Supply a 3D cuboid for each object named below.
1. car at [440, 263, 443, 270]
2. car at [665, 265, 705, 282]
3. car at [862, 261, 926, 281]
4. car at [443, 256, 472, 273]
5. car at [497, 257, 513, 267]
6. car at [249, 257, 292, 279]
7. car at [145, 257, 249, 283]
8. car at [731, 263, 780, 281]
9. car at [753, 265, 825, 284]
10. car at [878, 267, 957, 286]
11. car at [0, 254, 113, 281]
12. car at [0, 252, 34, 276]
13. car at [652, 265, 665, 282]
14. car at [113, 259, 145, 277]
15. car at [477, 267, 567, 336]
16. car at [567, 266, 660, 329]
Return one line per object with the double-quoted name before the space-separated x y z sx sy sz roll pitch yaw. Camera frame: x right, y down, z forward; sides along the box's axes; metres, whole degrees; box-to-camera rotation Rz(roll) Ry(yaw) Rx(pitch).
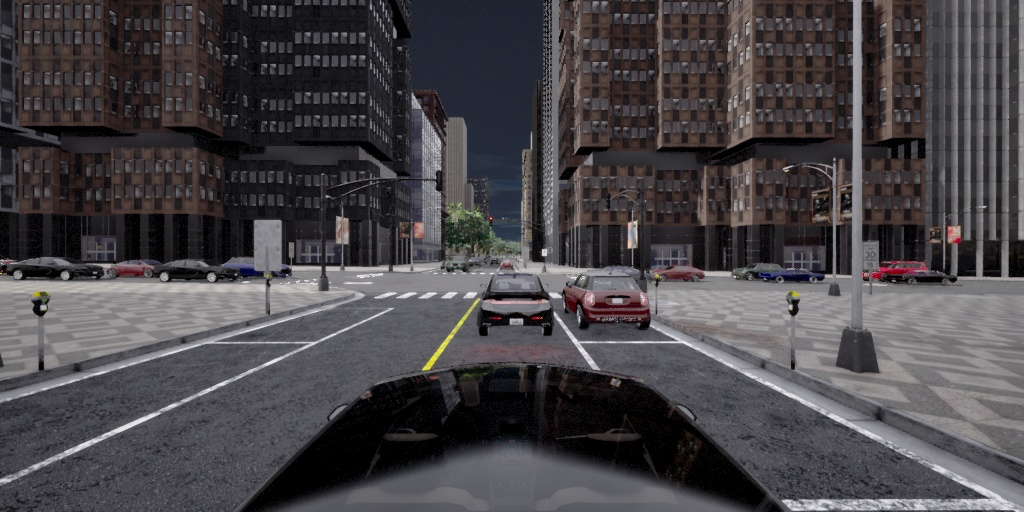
"car" -9.287 1.323 52.549 1.948 1.339 4.313 0 0 -1
"car" 14.351 1.507 31.379 4.674 1.442 1.812 1 0 -1
"car" 36.965 1.529 34.823 5.566 2.045 2.150 1 0 -1
"car" -6.497 0.958 43.418 2.150 2.045 5.566 0 0 -1
"car" -0.762 1.197 52.628 1.967 1.591 4.097 0 0 -1
"car" -19.564 0.855 27.628 4.553 1.767 2.097 1 0 0
"car" -21.274 0.960 24.363 5.008 1.535 1.882 1 0 -1
"car" 23.810 1.466 34.713 4.553 1.767 2.097 1 0 0
"car" 24.388 1.727 31.471 4.718 1.301 1.895 1 0 0
"car" 35.807 1.894 31.559 4.718 1.301 1.895 1 0 0
"car" -30.741 0.827 24.281 5.008 1.535 1.882 1 0 0
"car" -40.292 0.559 27.452 4.553 1.767 2.097 1 0 0
"car" 8.521 1.448 27.736 5.357 1.411 2.033 1 0 1
"car" -28.208 0.945 27.547 4.181 1.385 1.994 1 0 -1
"car" 0.076 1.241 10.361 2.128 1.511 4.902 0 0 -1
"car" 2.734 1.189 11.247 1.967 1.591 4.097 0 0 0
